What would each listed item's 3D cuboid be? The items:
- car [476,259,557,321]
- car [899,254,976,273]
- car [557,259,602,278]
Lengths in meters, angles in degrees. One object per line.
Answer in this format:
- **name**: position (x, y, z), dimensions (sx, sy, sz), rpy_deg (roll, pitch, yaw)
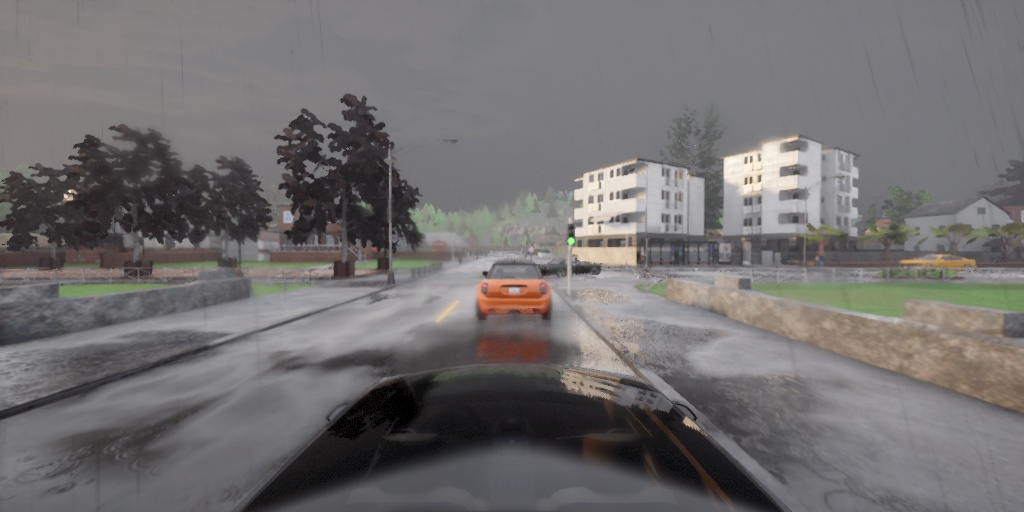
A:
- **car**: position (0.072, 0.887, 11.639), dimensions (2.097, 1.767, 4.553), rpy_deg (0, 1, 0)
- **car**: position (35.360, 0.618, 29.873), dimensions (5.008, 1.535, 1.882), rpy_deg (0, 1, 0)
- **car**: position (4.104, 0.837, 25.469), dimensions (4.718, 1.301, 1.895), rpy_deg (-1, 1, -30)
